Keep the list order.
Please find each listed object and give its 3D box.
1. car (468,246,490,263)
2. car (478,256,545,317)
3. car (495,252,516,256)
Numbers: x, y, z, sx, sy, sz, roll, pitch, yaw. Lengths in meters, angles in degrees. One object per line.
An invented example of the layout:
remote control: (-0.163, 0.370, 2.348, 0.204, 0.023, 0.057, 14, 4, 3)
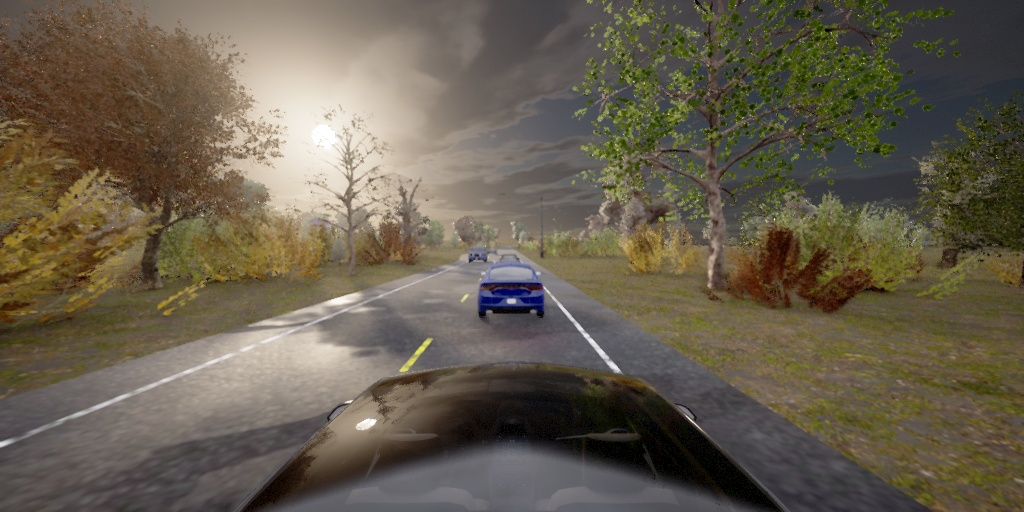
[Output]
car: (-4.142, -0.213, 44.073, 2.150, 2.045, 5.566, 0, 2, -2)
car: (-0.036, 0.948, 11.781, 1.882, 1.535, 5.008, 0, 2, -1)
car: (-0.214, 0.534, 29.796, 1.994, 1.385, 4.181, 0, 2, -1)
